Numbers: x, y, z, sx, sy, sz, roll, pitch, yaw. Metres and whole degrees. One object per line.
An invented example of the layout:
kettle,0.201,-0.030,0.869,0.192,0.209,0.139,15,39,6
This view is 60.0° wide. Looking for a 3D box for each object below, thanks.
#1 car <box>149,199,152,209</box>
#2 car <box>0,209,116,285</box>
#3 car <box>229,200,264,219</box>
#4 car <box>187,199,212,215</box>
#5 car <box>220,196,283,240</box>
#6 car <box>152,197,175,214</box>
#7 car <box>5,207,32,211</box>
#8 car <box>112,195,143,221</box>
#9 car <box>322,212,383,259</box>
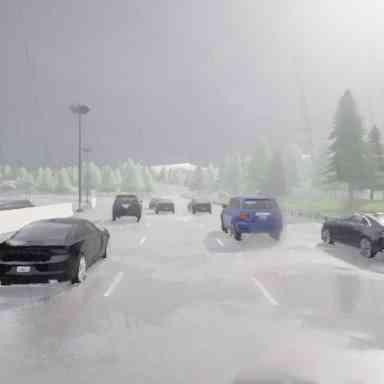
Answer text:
car,-4.716,1.504,44.715,1.837,1.490,4.892,0,0,-13
car,-3.691,1.477,9.554,1.882,1.535,5.008,0,0,-2
car,4.897,1.504,30.513,1.837,1.490,4.892,0,0,-8
car,0.712,1.477,34.732,1.882,1.535,5.008,0,0,-9
car,2.883,1.220,17.104,2.150,2.045,5.566,0,0,-4
car,-2.977,1.477,35.541,1.882,1.535,5.008,0,0,-9
car,-16.742,1.506,32.013,1.837,1.490,4.892,0,-1,-9
car,-5.229,1.221,27.185,2.150,2.045,5.566,0,0,-7
car,6.672,1.491,12.655,2.128,1.511,4.902,0,0,-3
